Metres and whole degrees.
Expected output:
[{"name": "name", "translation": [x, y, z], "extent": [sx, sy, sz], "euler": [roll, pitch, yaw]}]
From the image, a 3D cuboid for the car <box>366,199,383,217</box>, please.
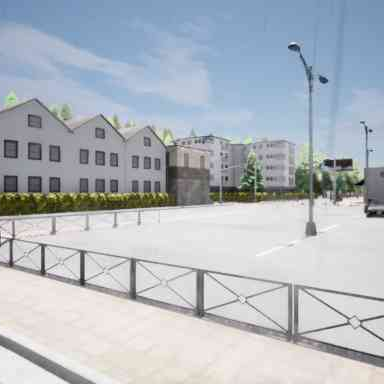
[{"name": "car", "translation": [15.364, 1.298, 26.852], "extent": [2.007, 1.523, 4.514], "euler": [0, 0, 35]}]
